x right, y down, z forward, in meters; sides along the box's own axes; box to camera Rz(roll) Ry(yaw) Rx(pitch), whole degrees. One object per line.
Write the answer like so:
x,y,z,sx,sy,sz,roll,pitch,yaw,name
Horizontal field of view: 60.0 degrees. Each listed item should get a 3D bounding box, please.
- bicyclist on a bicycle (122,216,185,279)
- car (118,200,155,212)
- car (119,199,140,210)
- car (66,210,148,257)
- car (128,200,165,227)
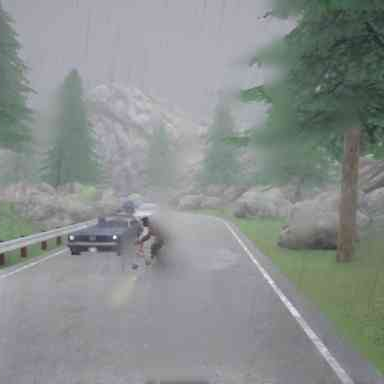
-1.009,1.454,8.603,1.656,1.620,0.582,-2,0,1,bicyclist on a bicycle
-6.619,1.599,39.618,4.718,1.301,1.895,0,0,43,car
-5.335,1.477,32.793,1.882,1.535,5.008,0,0,-32,car
-3.196,1.601,13.182,1.895,1.301,4.718,0,0,2,car
-2.922,1.526,23.156,1.812,1.442,4.674,0,0,0,car
